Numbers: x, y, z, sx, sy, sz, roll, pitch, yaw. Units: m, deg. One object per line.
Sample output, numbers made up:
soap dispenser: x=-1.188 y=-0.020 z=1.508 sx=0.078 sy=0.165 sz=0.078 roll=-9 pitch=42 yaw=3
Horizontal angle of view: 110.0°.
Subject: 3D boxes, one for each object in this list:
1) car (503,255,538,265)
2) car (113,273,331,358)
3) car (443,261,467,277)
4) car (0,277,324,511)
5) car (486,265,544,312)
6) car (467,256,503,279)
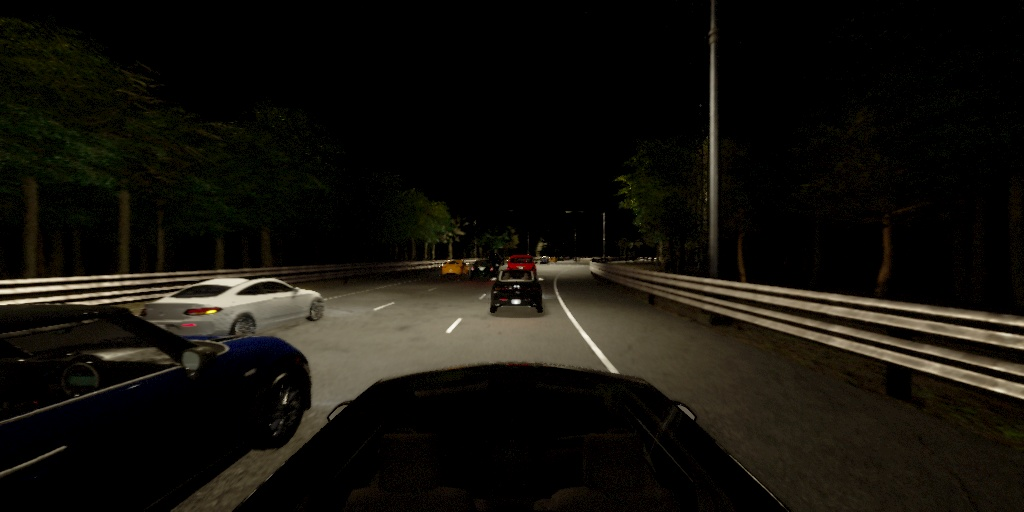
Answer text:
car: x=0.781 y=0.979 z=27.438 sx=2.150 sy=2.045 sz=5.566 roll=0 pitch=0 yaw=3
car: x=-6.848 y=1.264 z=9.332 sx=1.812 sy=1.442 sz=4.674 roll=0 pitch=0 yaw=1
car: x=-5.578 y=1.223 z=36.277 sx=1.882 sy=1.535 sz=5.008 roll=0 pitch=0 yaw=5
car: x=-3.403 y=1.097 z=2.349 sx=2.097 sy=1.767 sz=4.553 roll=0 pitch=0 yaw=0
car: x=0.205 y=1.259 z=14.224 sx=1.837 sy=1.490 sz=4.892 roll=0 pitch=0 yaw=2
car: x=-2.334 y=1.107 z=31.784 sx=2.097 sy=1.767 sz=4.553 roll=0 pitch=0 yaw=4
